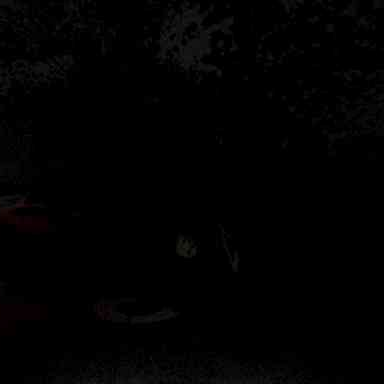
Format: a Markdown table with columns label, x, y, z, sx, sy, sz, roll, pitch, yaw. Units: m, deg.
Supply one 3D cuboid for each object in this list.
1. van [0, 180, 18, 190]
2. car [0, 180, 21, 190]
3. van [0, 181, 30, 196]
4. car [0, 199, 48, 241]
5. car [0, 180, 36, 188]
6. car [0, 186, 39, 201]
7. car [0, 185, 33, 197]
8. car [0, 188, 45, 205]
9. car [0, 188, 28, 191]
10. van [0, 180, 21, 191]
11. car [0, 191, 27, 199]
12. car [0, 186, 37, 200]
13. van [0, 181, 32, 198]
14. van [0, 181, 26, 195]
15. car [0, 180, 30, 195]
| label | x | y | z | sx | sy | sz | roll | pitch | yaw |
| --- | --- | --- | --- | --- | --- | --- | --- | --- | --- |
| van | -40.643 | -1.561 | 72.589 | 4.442 | 1.987 | 1.878 | 1 | 1 | -31 |
| car | -39.360 | -1.490 | 70.129 | 5.566 | 2.045 | 2.435 | 1 | 1 | -31 |
| van | -25.108 | -0.470 | 46.251 | 4.442 | 1.987 | 1.878 | 1 | 2 | -31 |
| car | -7.011 | 1.262 | 15.317 | 5.008 | 1.535 | 2.097 | 1 | 2 | -31 |
| car | -15.344 | 0.280 | 29.523 | 5.566 | 2.045 | 2.435 | 1 | 2 | -31 |
| car | -19.634 | 0.195 | 36.789 | 4.792 | 1.488 | 2.163 | 1 | 2 | -31 |
| car | -23.805 | -0.147 | 43.815 | 5.008 | 1.535 | 2.097 | 1 | 1 | -31 |
| car | -16.808 | 0.437 | 31.885 | 4.792 | 1.488 | 2.163 | 1 | 2 | -31 |
| car | -12.726 | 0.770 | 24.654 | 5.366 | 1.575 | 1.946 | 1 | 2 | -31 |
| van | -35.017 | -1.166 | 63.051 | 4.442 | 1.987 | 1.878 | 1 | 1 | -31 |
| car | -8.381 | 1.014 | 17.716 | 4.553 | 1.767 | 2.185 | 1 | 2 | -31 |
| car | -20.974 | 0.089 | 39.061 | 4.792 | 1.488 | 2.163 | 1 | 2 | -31 |
| van | -22.481 | -0.273 | 41.354 | 4.442 | 1.987 | 1.878 | 1 | 2 | -31 |
| van | -26.715 | -0.572 | 48.517 | 4.442 | 1.987 | 1.878 | 1 | 2 | -31 |
| car | -28.044 | -0.695 | 50.945 | 5.566 | 2.045 | 2.435 | 1 | 1 | -31 |
